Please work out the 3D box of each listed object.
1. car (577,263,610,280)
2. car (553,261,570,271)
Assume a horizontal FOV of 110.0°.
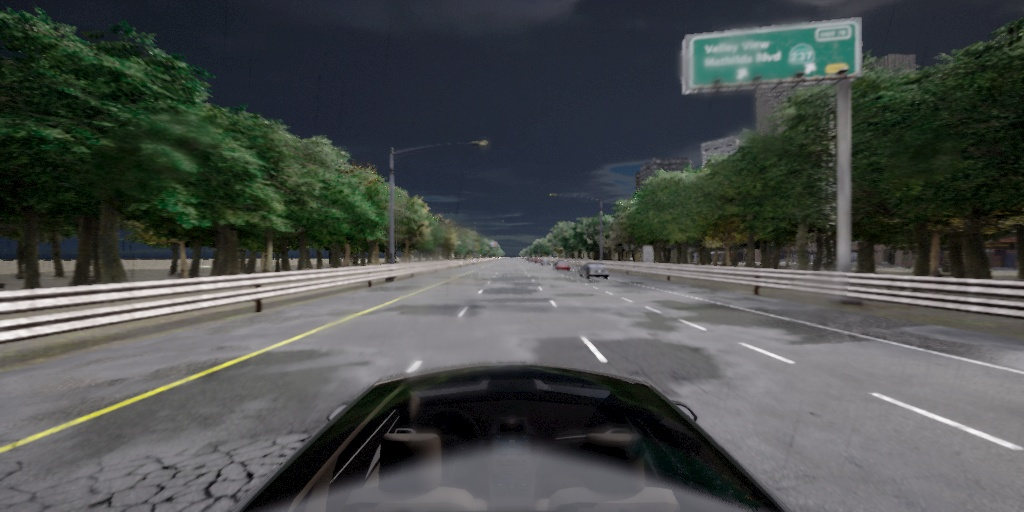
[{"bbox_3d":[7.001,1.309,31.224,2.033,1.411,5.357,0,0,0],"label":"car"},{"bbox_3d":[6.999,1.334,51.119,1.994,1.385,4.181,0,0,0],"label":"car"}]
